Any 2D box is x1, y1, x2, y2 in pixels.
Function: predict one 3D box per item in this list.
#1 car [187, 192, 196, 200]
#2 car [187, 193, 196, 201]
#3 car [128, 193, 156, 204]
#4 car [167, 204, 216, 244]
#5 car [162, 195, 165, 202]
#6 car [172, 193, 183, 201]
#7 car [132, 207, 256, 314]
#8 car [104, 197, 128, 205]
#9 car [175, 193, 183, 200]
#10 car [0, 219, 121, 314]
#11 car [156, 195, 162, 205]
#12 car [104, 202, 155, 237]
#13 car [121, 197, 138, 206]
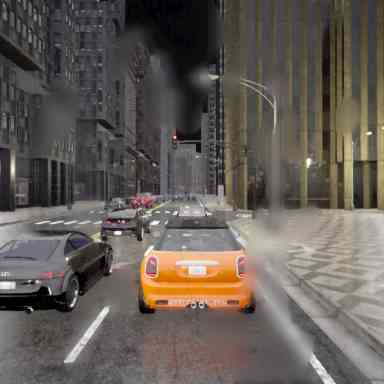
[{"bbox_3d":[-0.101,0.973,84.305,2.097,1.767,4.553,0,0,0],"label":"car"},{"bbox_3d":[-0.089,1.337,74.331,1.812,1.442,4.674,0,0,0],"label":"car"},{"bbox_3d":[-6.625,1.147,44.800,2.150,2.045,5.566,0,0,2],"label":"car"},{"bbox_3d":[0.012,1.479,16.788,2.128,1.511,4.902,0,0,1],"label":"car"},{"bbox_3d":[-6.584,1.387,68.979,2.033,1.411,5.357,0,0,0],"label":"car"},{"bbox_3d":[-3.339,1.168,74.296,2.097,1.767,4.553,0,0,0],"label":"car"},{"bbox_3d":[0.095,1.349,7.781,2.097,1.767,4.553,0,0,0],"label":"car"},{"bbox_3d":[-9.899,1.437,42.685,1.837,1.490,4.892,0,0,0],"label":"car"},{"bbox_3d":[-3.352,1.118,84.332,1.837,1.490,4.892,0,0,0],"label":"car"},{"bbox_3d":[-3.165,1.561,7.684,1.994,1.385,4.181,0,0,0],"label":"car"},{"bbox_3d":[-6.650,1.411,56.205,1.812,1.442,4.674,0,0,0],"label":"car"},{"bbox_3d":[-3.167,1.492,16.581,1.837,1.490,4.892,0,0,0],"label":"car"},{"bbox_3d":[-9.904,1.462,52.871,1.994,1.385,4.181,0,0,0],"label":"car"}]
